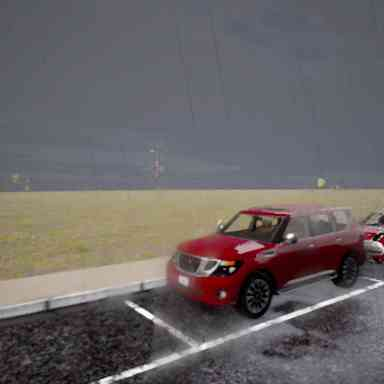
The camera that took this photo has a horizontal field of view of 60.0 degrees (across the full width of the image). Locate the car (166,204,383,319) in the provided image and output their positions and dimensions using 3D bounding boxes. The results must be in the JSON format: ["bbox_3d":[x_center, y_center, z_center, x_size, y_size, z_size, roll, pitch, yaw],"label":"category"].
[{"bbox_3d":[1.902,1.248,7.442,5.009,1.841,2.192,-1,1,-36],"label":"car"}]
